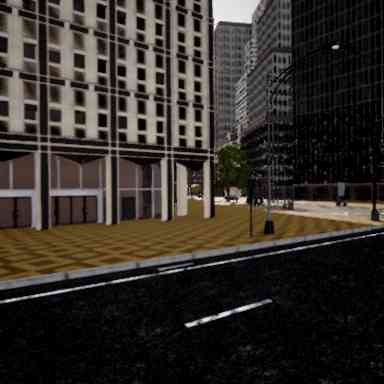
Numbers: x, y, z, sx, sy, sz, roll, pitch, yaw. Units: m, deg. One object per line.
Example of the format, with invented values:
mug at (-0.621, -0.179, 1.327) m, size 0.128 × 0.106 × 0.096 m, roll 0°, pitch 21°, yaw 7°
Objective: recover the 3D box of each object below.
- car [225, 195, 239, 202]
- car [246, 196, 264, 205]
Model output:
car at (8.452, 1.314, 71.304) m, size 2.033 × 1.411 × 5.357 m, roll -1°, pitch 0°, yaw -8°
car at (10.530, 1.333, 55.867) m, size 2.128 × 1.511 × 4.902 m, roll -1°, pitch 0°, yaw -7°
